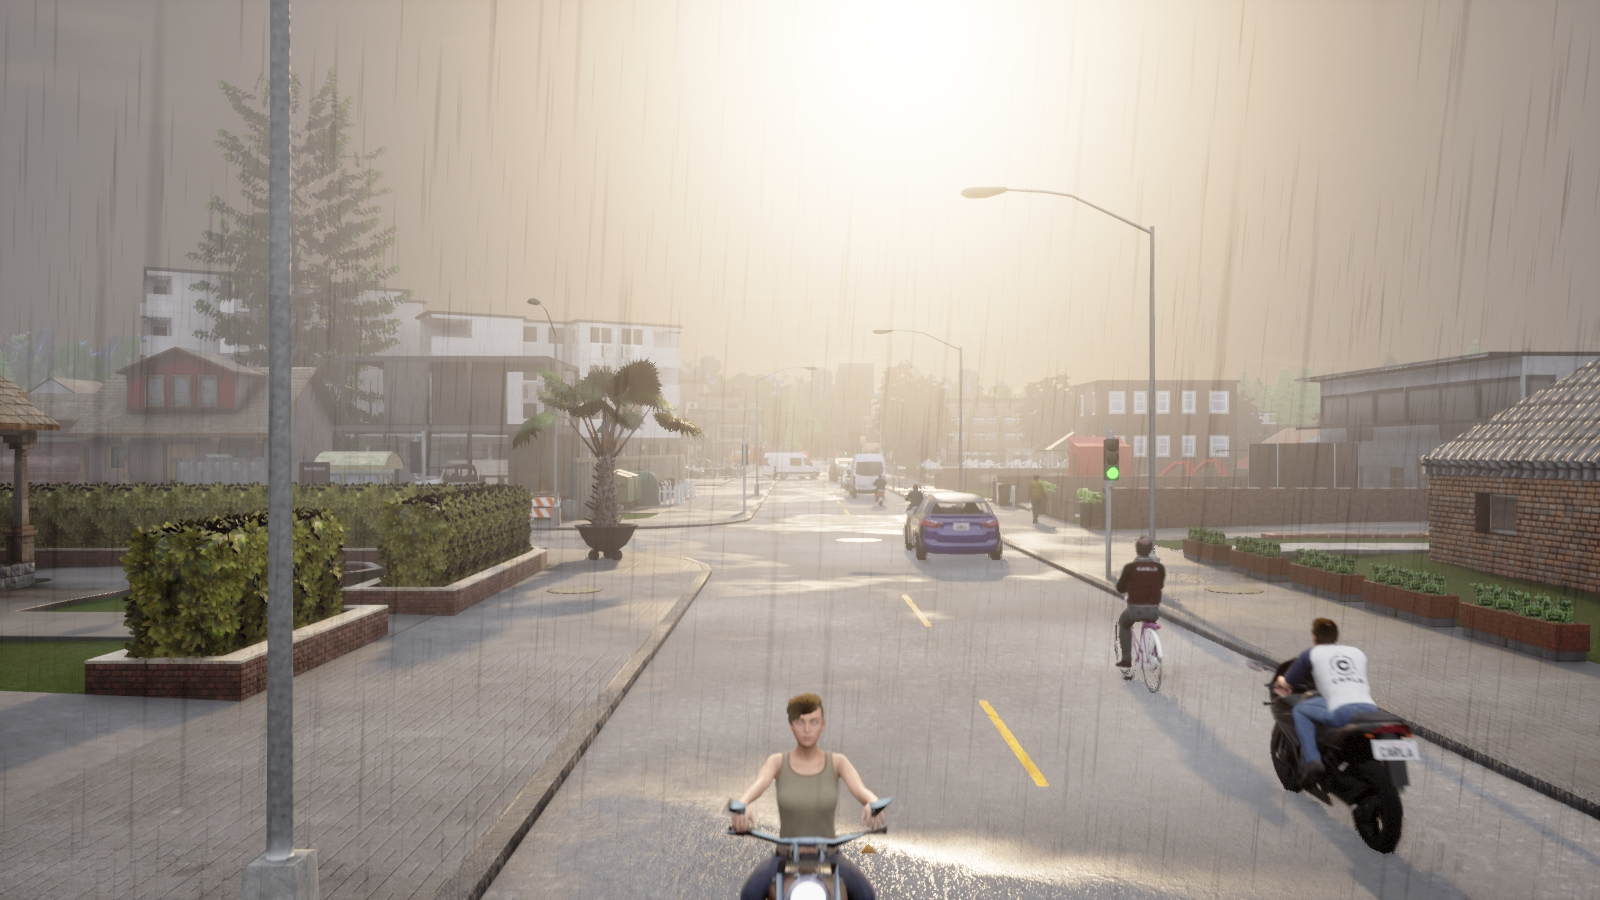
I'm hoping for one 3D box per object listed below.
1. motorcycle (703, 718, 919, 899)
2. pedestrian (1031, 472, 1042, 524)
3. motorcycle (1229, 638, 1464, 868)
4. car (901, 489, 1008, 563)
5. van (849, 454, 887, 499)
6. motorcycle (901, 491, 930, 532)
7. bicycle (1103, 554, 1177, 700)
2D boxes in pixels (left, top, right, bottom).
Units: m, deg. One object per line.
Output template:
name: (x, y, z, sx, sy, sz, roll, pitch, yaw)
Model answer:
motorcycle: (0.043, 2.155, 5.218, 0.764, 1.307, 2.356, 0, 0, 0)
pedestrian: (8.585, 1.744, 41.446, 0.375, 1.860, 0.375, 0, 0, 13)
motorcycle: (4.018, 2.186, 8.619, 0.803, 1.199, 2.033, 0, 0, 0)
car: (4.032, 1.967, 30.595, 2.242, 1.667, 4.611, 0, 0, 0)
van: (4.032, 1.532, 68.674, 1.988, 2.561, 5.915, 0, 0, 0)
motorcycle: (4.029, 2.142, 39.965, 0.856, 1.316, 1.805, 0, 0, 0)
bicycle: (4.043, 2.060, 13.681, 0.329, 1.471, 1.835, 0, 0, 0)
